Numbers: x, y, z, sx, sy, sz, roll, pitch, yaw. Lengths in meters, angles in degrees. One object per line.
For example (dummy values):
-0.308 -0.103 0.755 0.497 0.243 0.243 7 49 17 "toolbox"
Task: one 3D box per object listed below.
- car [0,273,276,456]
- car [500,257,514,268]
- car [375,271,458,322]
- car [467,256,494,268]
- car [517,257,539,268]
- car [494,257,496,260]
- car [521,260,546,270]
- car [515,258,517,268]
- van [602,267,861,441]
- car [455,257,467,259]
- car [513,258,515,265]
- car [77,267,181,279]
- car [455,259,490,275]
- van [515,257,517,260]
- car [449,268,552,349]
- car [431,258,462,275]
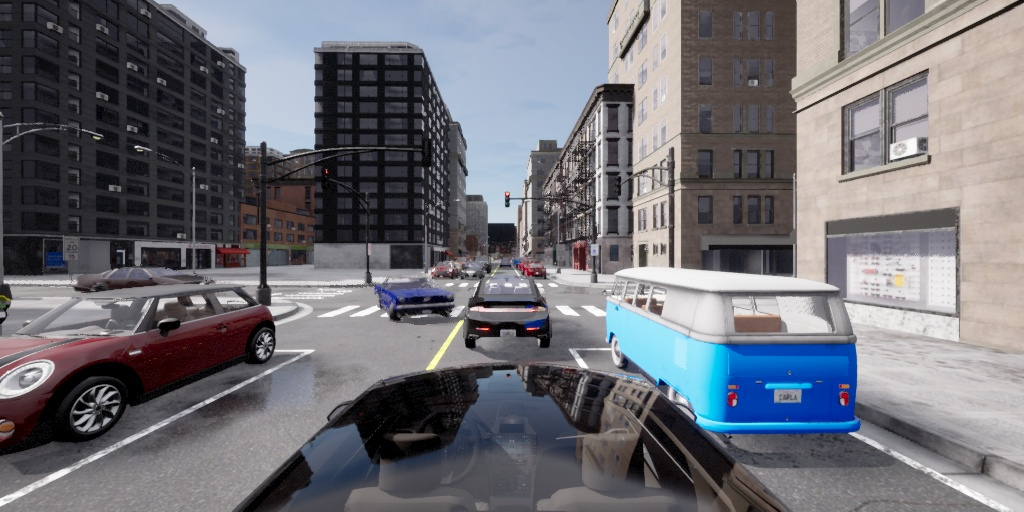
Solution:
-5.439 1.190 5.102 1.967 1.591 4.097 0 0 -1 "car"
-1.131 1.309 62.289 1.994 1.385 4.181 0 0 -1 "car"
-3.535 1.348 12.598 1.895 1.301 4.718 0 0 -28 "car"
-3.586 0.972 41.788 2.150 2.045 5.566 0 0 0 "car"
1.975 1.065 37.537 2.192 1.841 5.009 0 0 -1 "car"
-3.782 1.296 52.190 2.033 1.411 5.357 0 0 -1 "car"
2.077 1.295 32.129 1.888 1.381 4.507 0 0 -1 "car"
1.770 1.294 48.355 1.888 1.381 4.507 0 0 -1 "car"
2.584 1.091 5.253 1.690 1.789 3.998 0 0 -1 "van"
-6.151 1.065 42.794 2.192 1.841 5.009 0 0 -1 "car"
1.566 1.312 59.172 1.948 1.339 4.313 0 0 -1 "car"
-17.368 1.213 17.114 5.357 1.411 2.033 0 0 -1 "car"
-3.395 1.242 31.626 2.128 1.511 4.902 0 0 -1 "car"
1.668 1.089 53.764 1.690 1.789 3.998 0 0 -1 "van"
-0.126 1.242 9.188 2.128 1.511 4.902 0 0 -1 "car"
-5.947 1.190 31.977 1.967 1.591 4.097 0 0 -1 "car"
